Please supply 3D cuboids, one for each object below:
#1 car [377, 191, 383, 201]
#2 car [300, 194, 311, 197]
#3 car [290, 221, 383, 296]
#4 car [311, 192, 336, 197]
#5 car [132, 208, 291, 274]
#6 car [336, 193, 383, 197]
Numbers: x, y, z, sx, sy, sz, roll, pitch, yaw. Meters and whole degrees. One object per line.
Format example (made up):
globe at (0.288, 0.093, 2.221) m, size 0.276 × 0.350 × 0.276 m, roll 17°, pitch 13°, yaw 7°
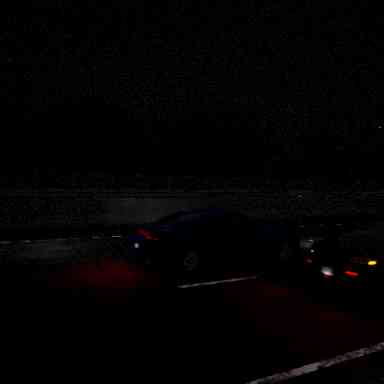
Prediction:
car at (31.177, 0.630, 51.600) m, size 4.892 × 1.490 × 1.837 m, roll 0°, pitch 2°, yaw -25°
car at (16.684, 0.654, 44.592) m, size 4.718 × 1.301 × 1.895 m, roll 0°, pitch 2°, yaw -25°
car at (4.748, 1.401, 7.606) m, size 4.674 × 1.442 × 1.812 m, roll 0°, pitch 2°, yaw -26°
car at (17.461, 0.767, 41.099) m, size 4.718 × 1.301 × 1.895 m, roll 0°, pitch 2°, yaw -26°
car at (0.806, 1.223, 9.575) m, size 5.008 × 1.535 × 1.882 m, roll 0°, pitch 2°, yaw -26°
car at (19.667, 0.835, 38.276) m, size 5.357 × 1.411 × 2.033 m, roll 0°, pitch 2°, yaw -26°
